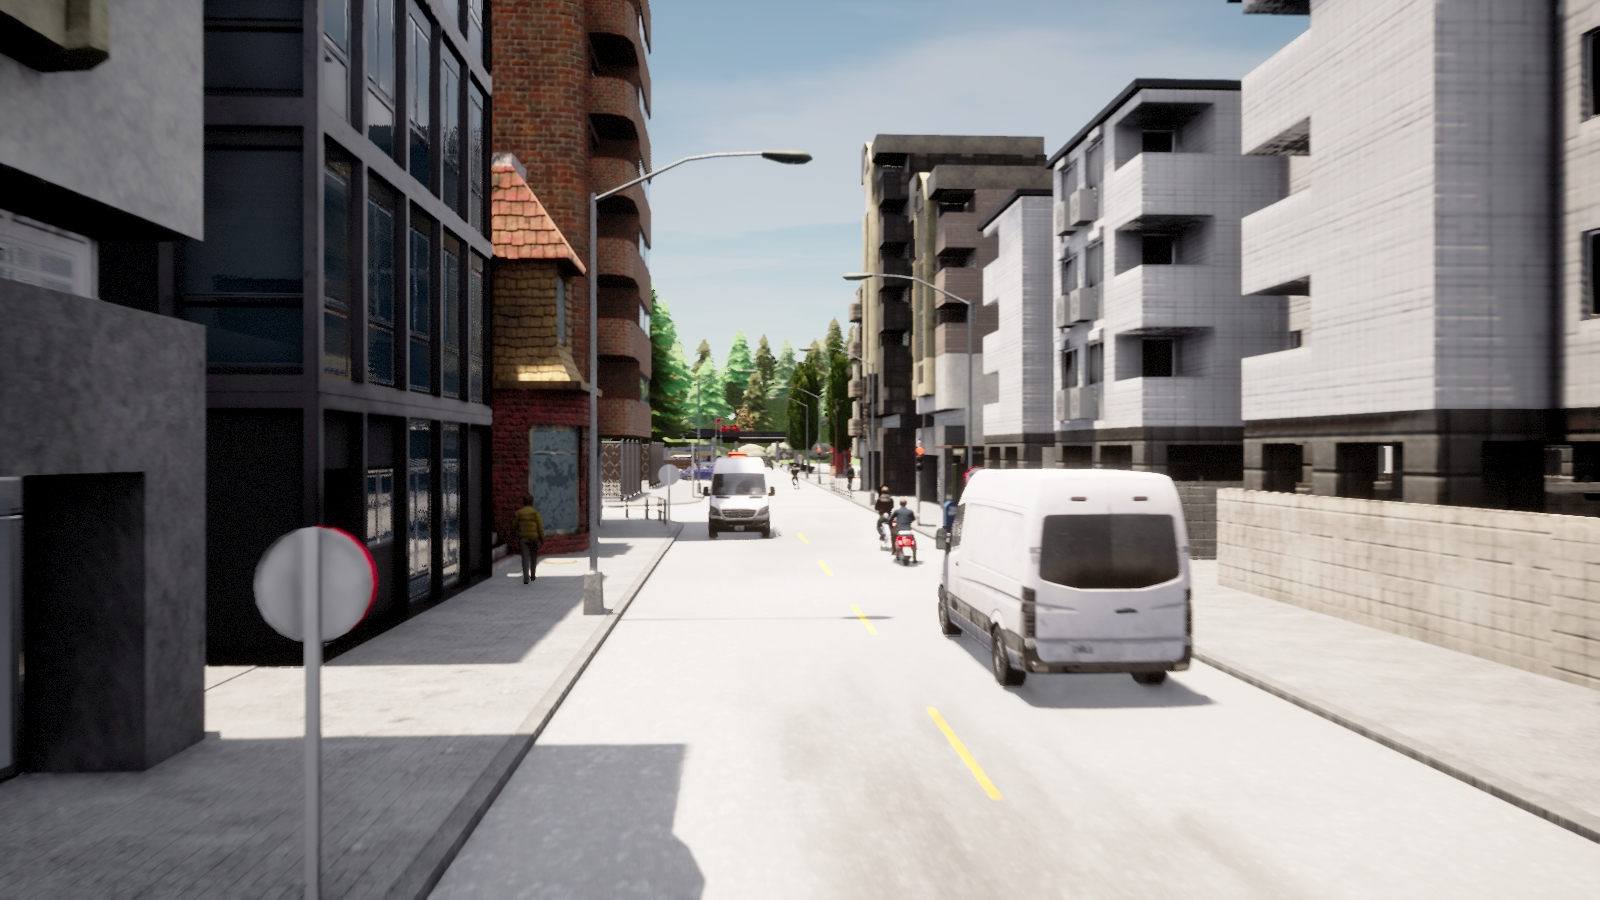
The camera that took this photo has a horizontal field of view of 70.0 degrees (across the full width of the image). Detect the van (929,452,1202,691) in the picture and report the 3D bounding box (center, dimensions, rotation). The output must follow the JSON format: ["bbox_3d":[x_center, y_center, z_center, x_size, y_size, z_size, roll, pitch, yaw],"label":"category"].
[{"bbox_3d":[3.219,1.314,15.354,1.988,2.561,5.915,0,0,-3],"label":"van"}]

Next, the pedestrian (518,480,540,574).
[{"bbox_3d":[-5.395,1.525,22.743,0.375,1.860,0.375,0,0,-5],"label":"pedestrian"}]

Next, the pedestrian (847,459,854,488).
[{"bbox_3d":[3.293,1.522,74.637,0.375,1.860,0.375,0,0,-2],"label":"pedestrian"}]

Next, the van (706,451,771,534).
[{"bbox_3d":[-2.040,1.315,38.118,1.988,2.561,5.915,0,0,-3],"label":"van"}]

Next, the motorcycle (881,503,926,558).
[{"bbox_3d":[2.532,1.961,28.107,0.856,1.236,1.805,0,0,-3],"label":"motorcycle"}]

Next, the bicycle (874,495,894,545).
[{"bbox_3d":[2.330,1.939,31.976,0.329,1.271,1.835,0,0,-3],"label":"bicycle"}]
